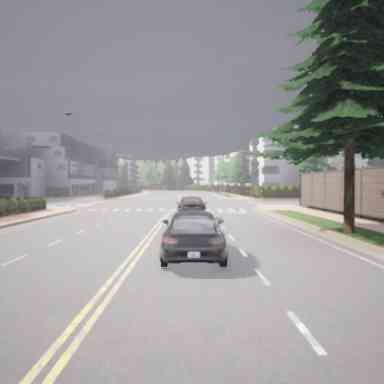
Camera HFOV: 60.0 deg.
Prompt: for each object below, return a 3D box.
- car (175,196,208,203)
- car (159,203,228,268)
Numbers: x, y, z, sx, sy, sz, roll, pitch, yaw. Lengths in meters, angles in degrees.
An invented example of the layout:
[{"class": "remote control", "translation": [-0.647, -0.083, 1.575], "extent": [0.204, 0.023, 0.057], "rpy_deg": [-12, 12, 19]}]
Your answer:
[{"class": "car", "translation": [-0.020, 1.037, 21.784], "extent": [1.837, 1.490, 4.892], "rpy_deg": [0, 1, 0]}, {"class": "car", "translation": [0.039, 1.302, 10.329], "extent": [1.812, 1.442, 4.674], "rpy_deg": [0, 1, 0]}]
